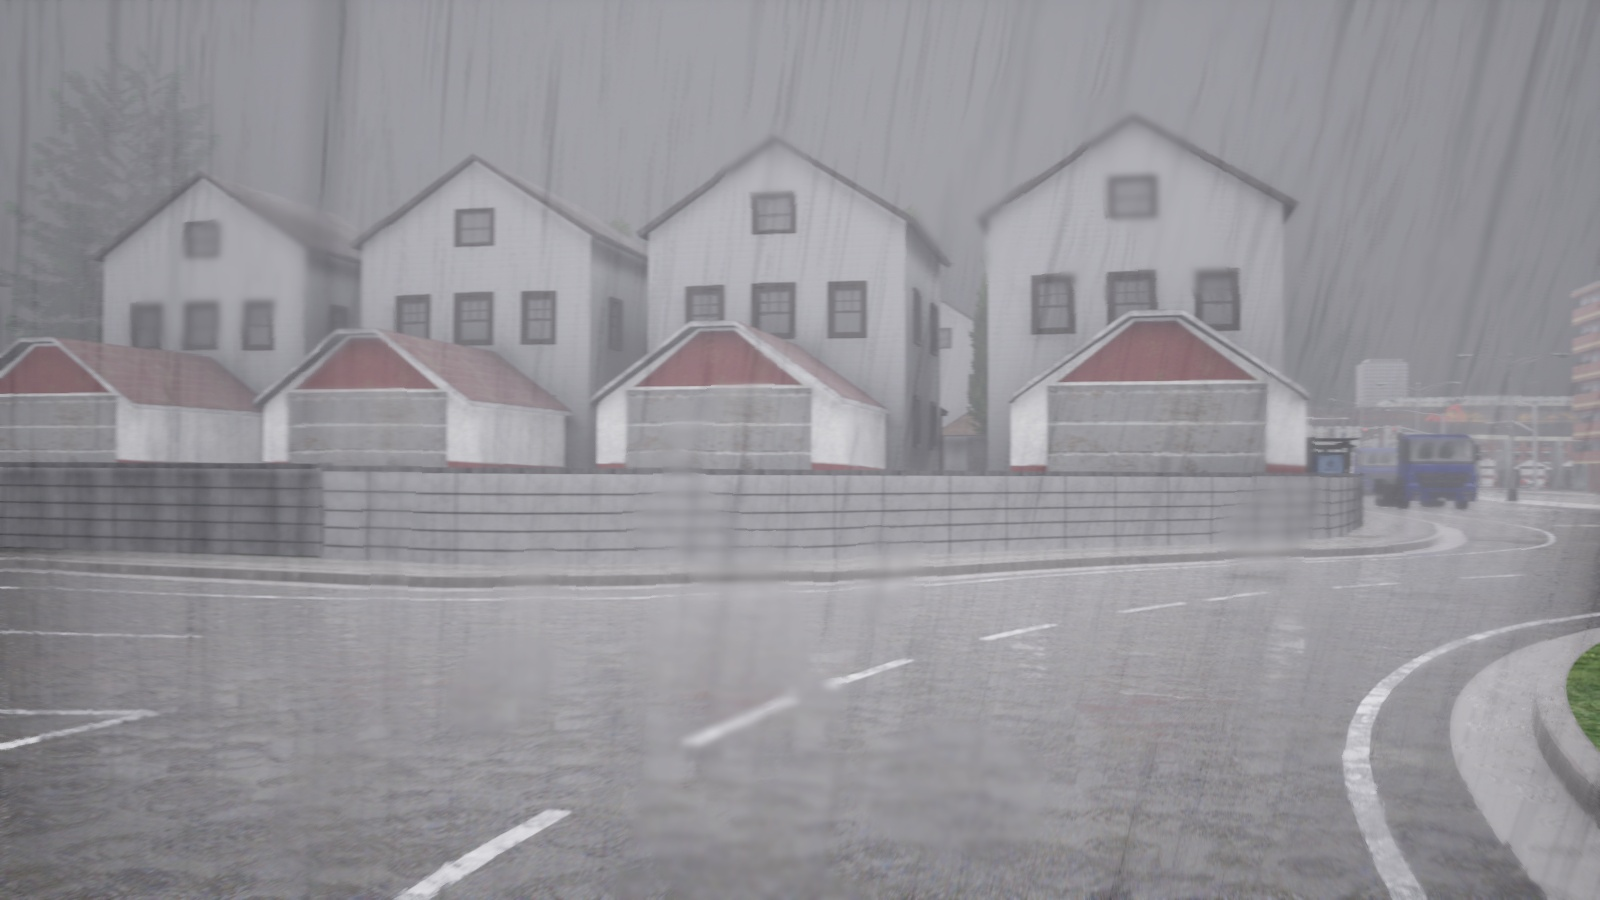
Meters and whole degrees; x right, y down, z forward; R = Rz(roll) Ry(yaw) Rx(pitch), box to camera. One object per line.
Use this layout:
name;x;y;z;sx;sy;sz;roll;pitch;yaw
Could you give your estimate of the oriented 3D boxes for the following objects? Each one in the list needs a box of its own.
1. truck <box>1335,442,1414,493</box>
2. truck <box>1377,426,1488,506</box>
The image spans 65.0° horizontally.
truck;40.357;1.252;88.523;2.891;3.462;7.936;0;-1;8
truck;29.219;0.765;58.387;2.891;3.462;7.936;0;-1;14
